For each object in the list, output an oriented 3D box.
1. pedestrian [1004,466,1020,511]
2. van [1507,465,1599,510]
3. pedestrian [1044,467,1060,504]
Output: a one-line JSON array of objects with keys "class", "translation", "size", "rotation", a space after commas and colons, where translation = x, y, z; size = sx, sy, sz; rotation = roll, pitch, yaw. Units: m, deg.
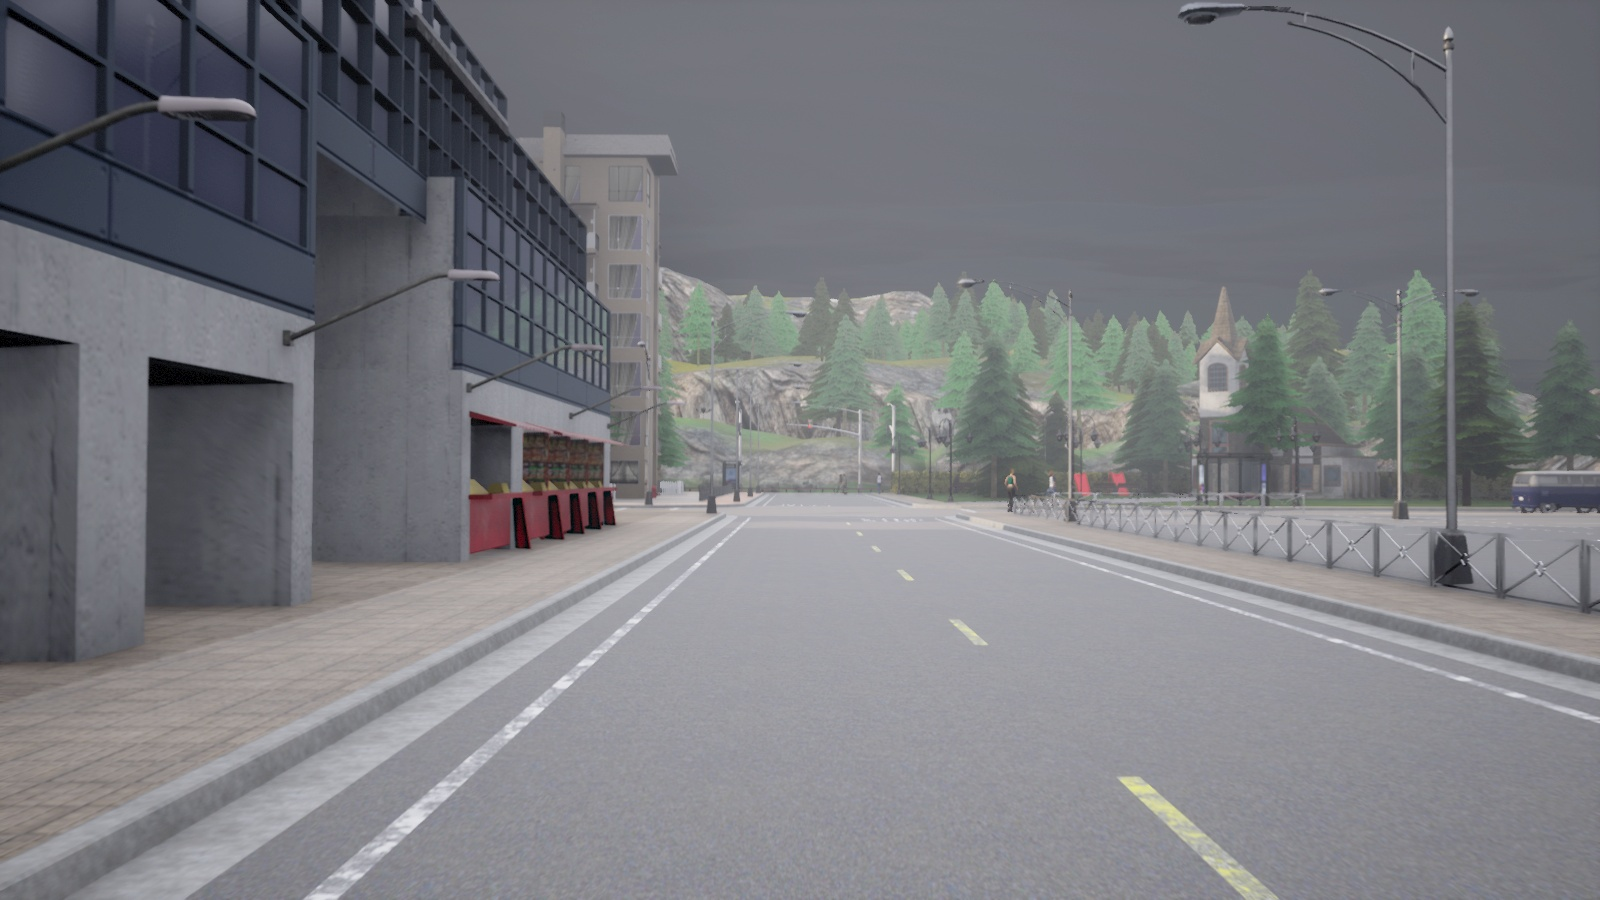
[{"class": "pedestrian", "translation": [8.718, 1.569, 51.535], "size": [0.594, 1.836, 0.345], "rotation": [1, -2, -44]}, {"class": "van", "translation": [34.407, 1.664, 56.241], "size": [4.442, 1.987, 1.775], "rotation": [0, -1, -1]}, {"class": "pedestrian", "translation": [12.548, 1.791, 62.591], "size": [0.706, 1.836, 0.354], "rotation": [0, -1, -9]}]
